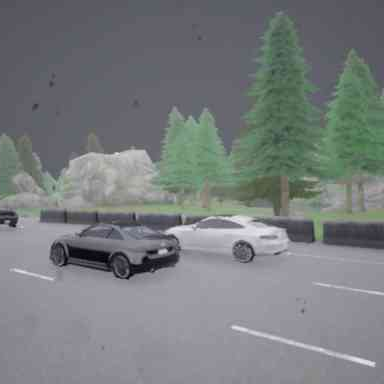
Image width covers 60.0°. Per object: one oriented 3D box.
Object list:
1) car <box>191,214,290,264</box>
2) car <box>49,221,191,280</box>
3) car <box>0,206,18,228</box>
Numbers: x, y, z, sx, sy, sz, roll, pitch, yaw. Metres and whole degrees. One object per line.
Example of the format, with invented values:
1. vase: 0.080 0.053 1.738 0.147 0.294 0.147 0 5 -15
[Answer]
1. car: 1.071 1.526 11.831 4.674 1.442 1.812 0 0 36
2. car: -2.400 1.572 10.008 4.181 1.385 1.994 -1 0 36
3. car: -13.547 1.684 22.264 4.892 1.490 1.837 -2 -1 36
